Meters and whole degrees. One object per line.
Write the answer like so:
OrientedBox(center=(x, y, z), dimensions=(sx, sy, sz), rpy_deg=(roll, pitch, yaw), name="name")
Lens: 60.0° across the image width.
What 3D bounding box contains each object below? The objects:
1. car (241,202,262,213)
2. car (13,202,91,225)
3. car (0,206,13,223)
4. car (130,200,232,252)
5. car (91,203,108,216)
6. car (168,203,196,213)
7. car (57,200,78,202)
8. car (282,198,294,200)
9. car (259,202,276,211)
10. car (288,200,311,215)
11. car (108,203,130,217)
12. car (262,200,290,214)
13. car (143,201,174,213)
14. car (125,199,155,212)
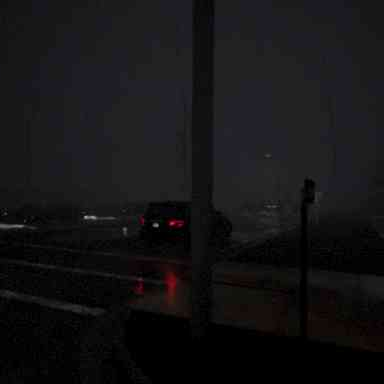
OrientedBox(center=(8.520, 2.215, 48.014), dimensions=(1.837, 1.490, 4.892), rpy_deg=(0, -1, 27), name="car")
OrientedBox(center=(-11.099, 1.778, 26.838), dimensions=(2.033, 1.411, 5.357), rpy_deg=(0, -1, 26), name="car")
OrientedBox(center=(-14.315, 1.740, 28.223), dimensions=(1.812, 1.442, 4.674), rpy_deg=(0, -1, 26), name="car")
OrientedBox(center=(-0.085, 1.421, 15.246), dimensions=(2.150, 2.045, 5.566), rpy_deg=(0, -1, 30), name="car")
OrientedBox(center=(-9.875, 1.939, 37.152), dimensions=(1.994, 1.385, 4.181), rpy_deg=(0, -1, 26), name="car")
OrientedBox(center=(-1.295, 2.188, 46.537), dimensions=(1.895, 1.301, 4.718), rpy_deg=(0, -1, 27), name="car")
OrientedBox(center=(-14.116, 1.674, 36.483), dimensions=(2.097, 1.767, 4.553), rpy_deg=(0, -1, 27), name="car")
OrientedBox(center=(16.195, 2.112, 55.713), dimensions=(2.150, 2.045, 5.566), rpy_deg=(0, -1, 26), name="car")
OrientedBox(center=(13.044, 2.441, 57.239), dimensions=(1.994, 1.385, 4.181), rpy_deg=(0, -1, 26), name="car")
OrientedBox(center=(14.817, 2.230, 44.955), dimensions=(2.128, 1.511, 4.902), rpy_deg=(0, -1, 27), name="car")
OrientedBox(center=(-6.489, 1.903, 36.090), dimensions=(1.837, 1.490, 4.892), rpy_deg=(0, -1, 27), name="car")
OrientedBox(center=(11.819, 2.221, 46.780), dimensions=(2.128, 1.511, 4.902), rpy_deg=(0, -1, 27), name="car")
OrientedBox(center=(-4.681, 2.056, 47.585), dimensions=(2.128, 1.511, 4.902), rpy_deg=(0, -1, 27), name="car")
OrientedBox(center=(-7.669, 1.908, 49.432), dimensions=(2.097, 1.767, 4.553), rpy_deg=(0, -1, 27), name="car")
